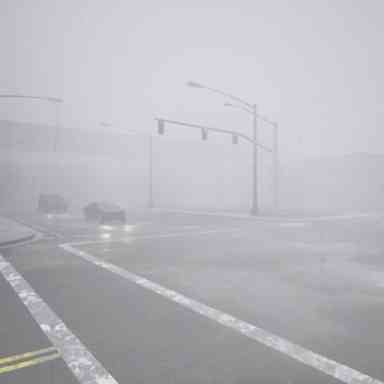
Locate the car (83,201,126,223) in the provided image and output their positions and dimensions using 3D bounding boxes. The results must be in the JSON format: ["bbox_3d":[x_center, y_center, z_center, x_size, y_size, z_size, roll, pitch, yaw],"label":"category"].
[{"bbox_3d":[-6.886,1.496,25.943,1.882,1.535,5.008,0,0,-37],"label":"car"}]

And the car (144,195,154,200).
[{"bbox_3d":[-11.625,1.527,93.041,2.038,1.542,4.974,0,0,-5],"label":"car"}]

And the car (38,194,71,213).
[{"bbox_3d":[-16.285,1.235,38.608,2.150,2.045,5.566,0,1,-37],"label":"car"}]

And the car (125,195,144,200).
[{"bbox_3d":[-15.356,1.522,92.984,4.974,1.542,2.038,0,0,25],"label":"car"}]

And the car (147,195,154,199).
[{"bbox_3d":[-11.630,1.369,93.093,1.853,1.218,4.536,0,0,-5],"label":"car"}]

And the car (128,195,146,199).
[{"bbox_3d":[-15.403,1.365,93.006,4.536,1.218,1.853,0,0,25],"label":"car"}]
